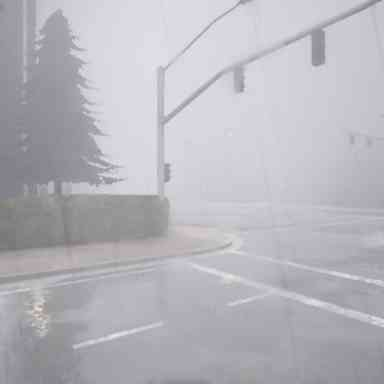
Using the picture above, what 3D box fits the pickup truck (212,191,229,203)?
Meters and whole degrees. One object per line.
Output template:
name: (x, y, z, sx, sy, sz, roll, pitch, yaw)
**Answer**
pickup truck: (5.281, 0.832, 61.065, 2.390, 2.098, 6.274, 0, 0, -6)
